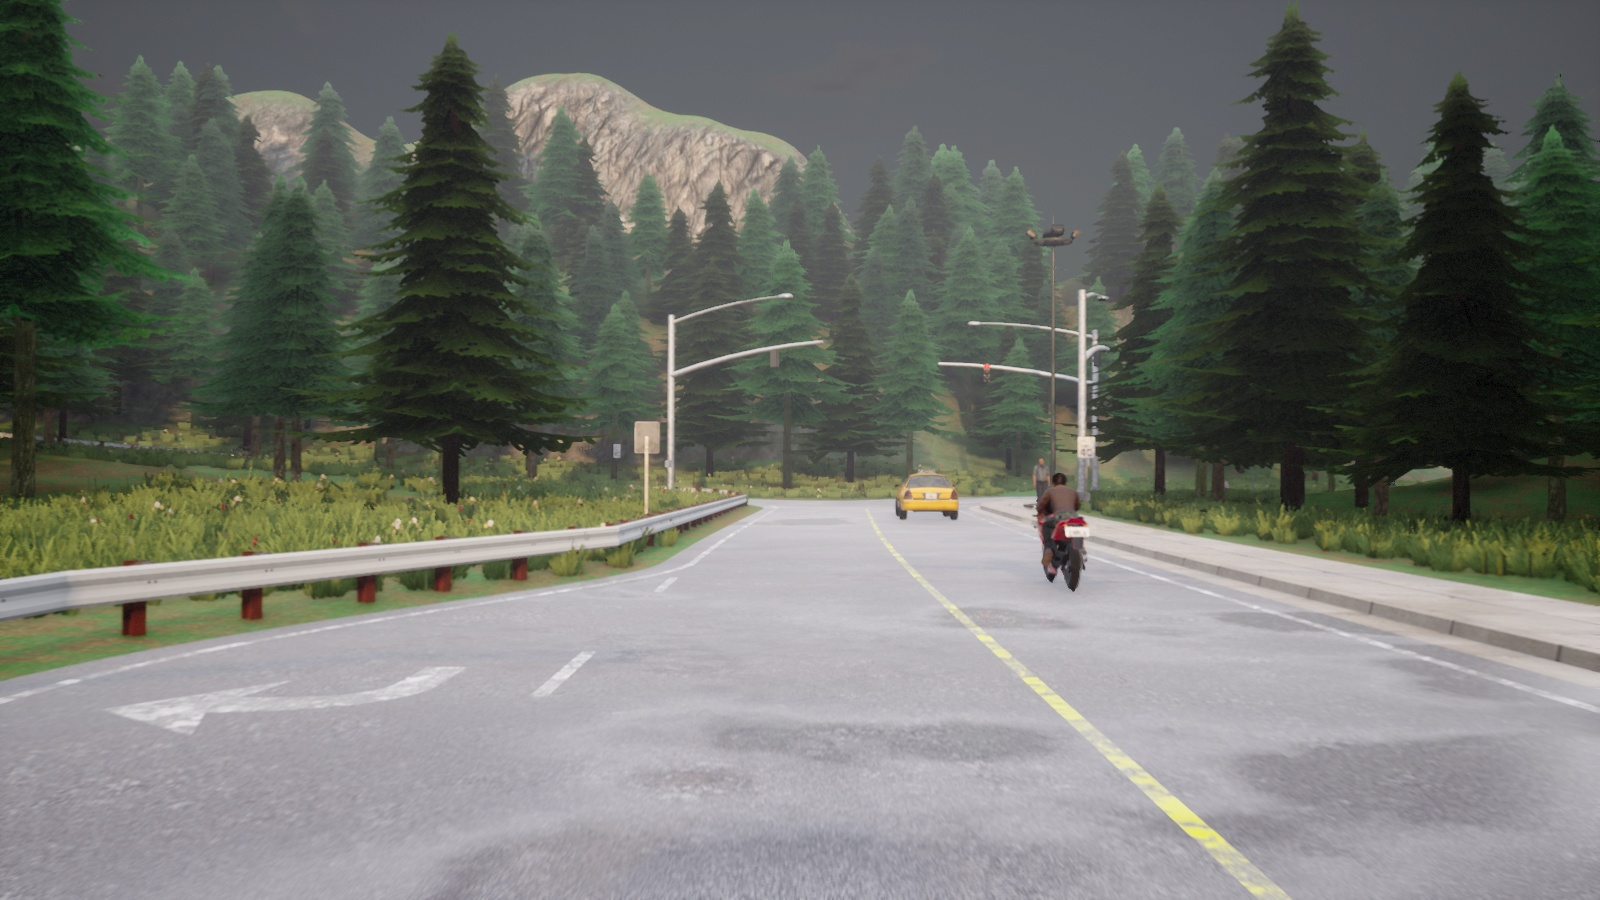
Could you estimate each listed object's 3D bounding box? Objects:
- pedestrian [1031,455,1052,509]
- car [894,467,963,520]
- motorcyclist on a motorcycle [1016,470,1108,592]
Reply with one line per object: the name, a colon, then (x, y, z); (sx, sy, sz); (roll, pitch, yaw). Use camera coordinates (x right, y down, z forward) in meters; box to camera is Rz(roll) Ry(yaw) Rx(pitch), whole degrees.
pedestrian: (8.333, 1.092, 43.380); (0.540, 1.848, 0.694); (0, -1, -2)
car: (4.017, 1.334, 39.966); (1.801, 1.575, 5.366); (0, -1, 2)
motorcyclist on a motorcycle: (3.472, 1.032, 16.803); (0.797, 1.523, 2.044); (0, -1, 0)
